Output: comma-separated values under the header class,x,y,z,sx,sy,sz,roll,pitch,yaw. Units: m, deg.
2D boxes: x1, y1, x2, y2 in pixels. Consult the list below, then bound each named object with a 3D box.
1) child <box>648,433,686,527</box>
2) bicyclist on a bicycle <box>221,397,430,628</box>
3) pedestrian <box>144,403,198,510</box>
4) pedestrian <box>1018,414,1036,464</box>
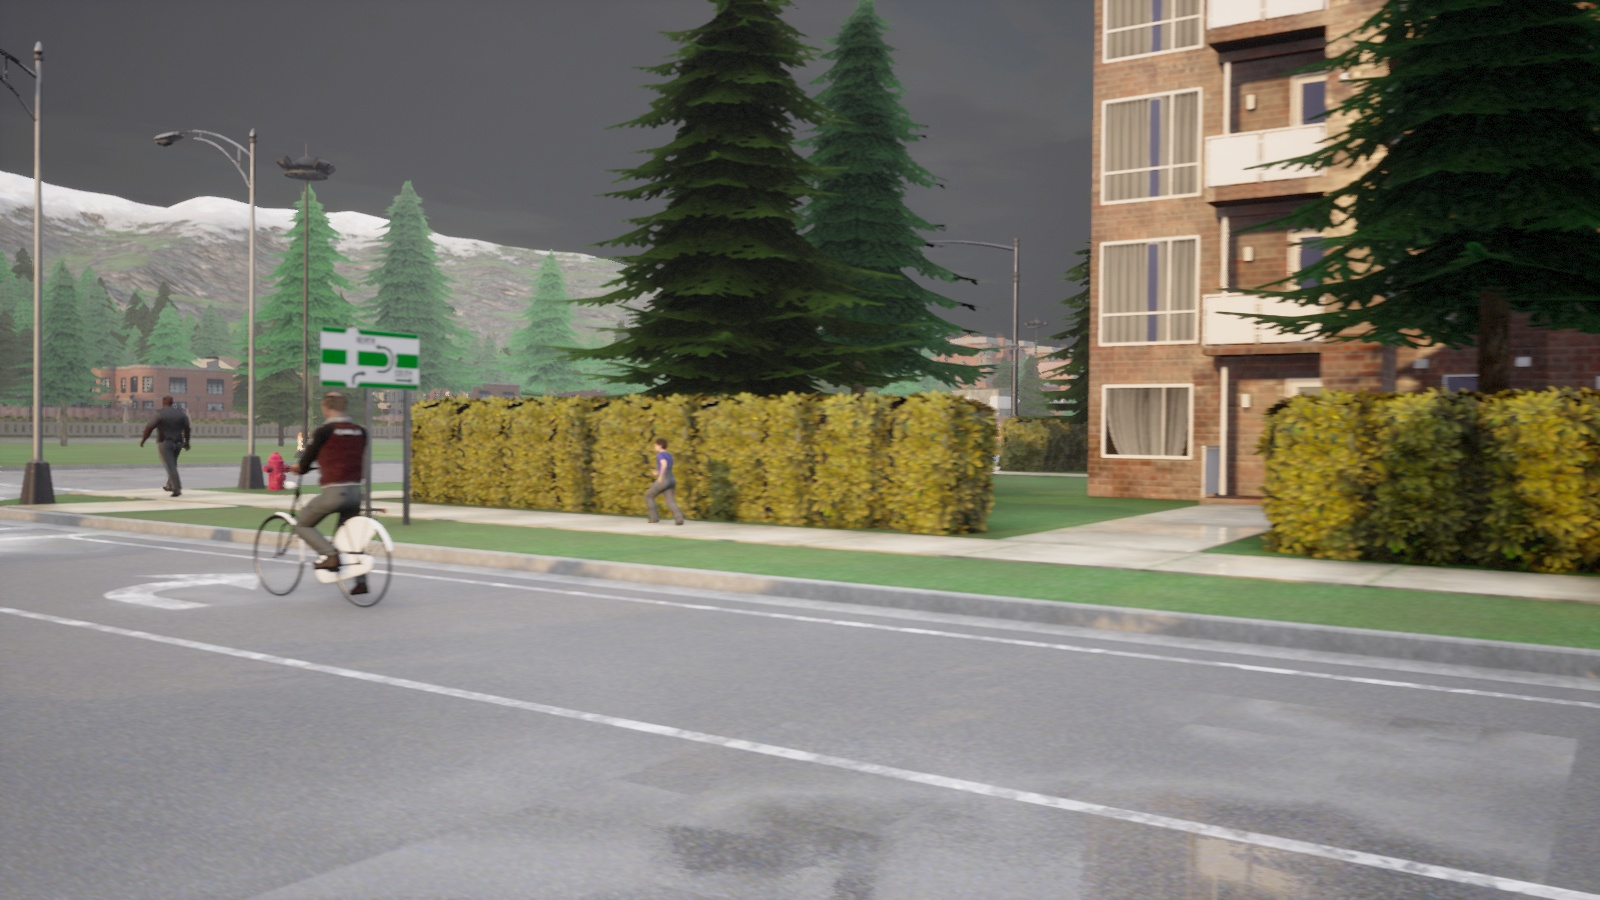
class,x,y,z,sx,sy,sz,roll,pitch,yaw
child,-1.809,0.405,17.083,0.437,1.263,0.270,0,1,31
bicyclist on a bicycle,-3.973,0.471,10.461,1.843,1.776,0.659,0,1,34
pedestrian,-11.241,0.108,22.452,0.849,1.883,0.563,0,1,42
pedestrian,8.959,-0.451,49.582,0.423,1.949,0.788,0,1,34
